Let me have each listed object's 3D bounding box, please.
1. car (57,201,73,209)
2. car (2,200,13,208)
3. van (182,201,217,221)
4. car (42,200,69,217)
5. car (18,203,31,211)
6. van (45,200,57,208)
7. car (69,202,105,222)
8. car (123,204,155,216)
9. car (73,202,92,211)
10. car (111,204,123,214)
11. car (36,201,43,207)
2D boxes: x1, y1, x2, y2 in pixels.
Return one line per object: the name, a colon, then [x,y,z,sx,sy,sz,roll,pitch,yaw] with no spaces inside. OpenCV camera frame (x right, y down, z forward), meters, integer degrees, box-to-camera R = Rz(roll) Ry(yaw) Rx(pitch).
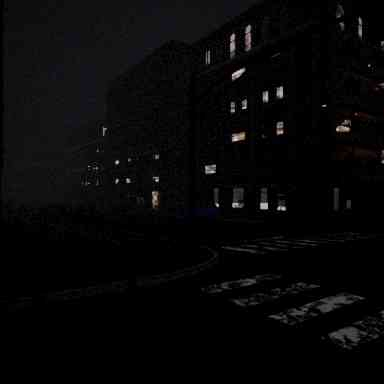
car: [-25.927,2.595,67.707,1.967,1.590,4.097,-1,0,-36]
car: [-42.577,2.719,76.568,2.192,1.841,5.009,-1,0,-36]
van: [0.622,1.750,31.206,1.690,1.788,3.998,-1,0,-36]
car: [-16.161,2.094,39.966,1.967,1.590,4.097,-1,0,-36]
car: [-29.267,2.551,58.129,1.752,1.417,4.829,-1,0,-36]
van: [-32.534,2.684,76.858,1.690,1.788,3.998,-1,0,-36]
car: [-9.558,1.908,30.816,1.967,1.590,4.097,-1,0,-36]
car: [-6.215,2.122,40.394,1.752,1.417,4.829,-1,0,-36]
car: [-19.422,2.496,58.694,1.752,1.417,4.829,-1,0,-36]
car: [-9.417,2.253,44.831,1.947,1.339,4.313,-1,0,-36]
car: [-39.131,3.097,86.006,1.947,1.339,4.313,-1,0,-36]
